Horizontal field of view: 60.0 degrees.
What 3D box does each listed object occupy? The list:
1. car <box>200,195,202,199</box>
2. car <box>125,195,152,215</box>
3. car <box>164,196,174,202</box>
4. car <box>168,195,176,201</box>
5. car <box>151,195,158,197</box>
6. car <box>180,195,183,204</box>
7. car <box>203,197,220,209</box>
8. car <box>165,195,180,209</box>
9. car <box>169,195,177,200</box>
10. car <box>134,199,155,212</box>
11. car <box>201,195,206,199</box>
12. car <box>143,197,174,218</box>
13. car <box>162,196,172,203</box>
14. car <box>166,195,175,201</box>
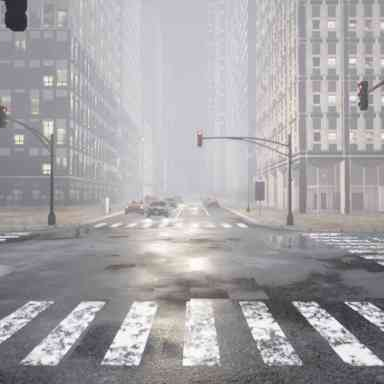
[{"bbox_3d":[2.914,1.585,61.731,1.947,1.339,4.313,1,0,0],"label":"car"},{"bbox_3d":[-5.559,1.450,33.814,1.967,1.590,4.097,1,0,0],"label":"car"},{"bbox_3d":[-5.410,1.576,78.415,2.008,1.369,4.403,1,0,0],"label":"car"},{"bbox_3d":[-5.372,1.580,89.565,2.008,1.369,4.403,1,0,0],"label":"car"},{"bbox_3d":[-5.519,1.329,44.965,2.192,1.841,5.009,1,0,0],"label":"car"},{"bbox_3d":[-2.788,1.370,64.277,2.097,1.767,4.553,0,0,0],"label":"car"},{"bbox_3d":[2.856,1.596,44.998,1.802,1.307,4.206,1,0,0],"label":"car"},{"bbox_3d":[-2.940,1.519,44.993,1.837,1.490,4.892,0,0,0],"label":"car"},{"bbox_3d":[-5.354,1.598,95.141,1.947,1.339,4.313,1,0,0],"label":"car"},{"bbox_3d":[-5.543,1.594,39.389,1.802,1.307,4.206,1,0,0],"label":"car"},{"bbox_3d":[2.896,1.543,56.324,1.752,1.417,4.829,1,0,0],"label":"car"},{"bbox_3d":[-2.996,1.513,30.352,1.837,1.490,4.892,0,0,0],"label":"car"},{"bbox_3d":[-5.429,1.568,72.840,1.887,1.381,4.507,1,0,0],"label":"car"},{"bbox_3d":[-5.391,1.572,83.990,1.887,1.381,4.507,1,0,0],"label":"car"}]
